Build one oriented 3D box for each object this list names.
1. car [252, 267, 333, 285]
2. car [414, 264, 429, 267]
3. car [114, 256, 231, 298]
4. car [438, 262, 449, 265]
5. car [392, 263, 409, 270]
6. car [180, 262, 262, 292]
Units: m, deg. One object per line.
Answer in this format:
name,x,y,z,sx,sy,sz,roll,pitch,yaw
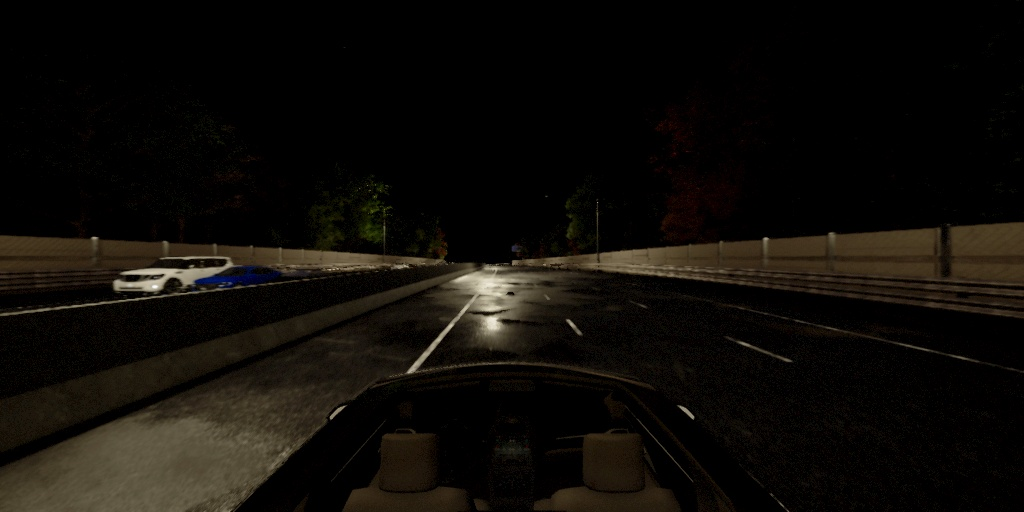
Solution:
car,-10.654,1.344,18.322,1.994,1.385,4.181,0,0,0
car,-14.886,1.905,59.522,1.895,1.301,4.718,0,-1,-1
car,-17.658,1.016,19.314,2.150,2.045,5.566,0,0,0
car,-11.403,1.799,59.800,2.128,1.511,4.902,0,-1,-1
car,-18.390,1.834,59.435,1.812,1.442,4.674,0,-1,-1
car,-14.157,1.265,18.938,1.882,1.535,5.008,0,0,0
